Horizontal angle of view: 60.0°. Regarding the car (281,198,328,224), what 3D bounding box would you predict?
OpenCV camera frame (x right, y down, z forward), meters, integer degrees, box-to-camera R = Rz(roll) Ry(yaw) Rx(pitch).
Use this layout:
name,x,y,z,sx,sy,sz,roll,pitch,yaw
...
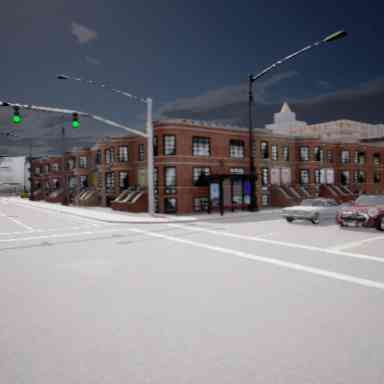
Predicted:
name,x,y,z,sx,sy,sz,roll,pitch,yaw
car,7.349,1.068,19.639,4.718,1.301,1.895,-2,1,-40

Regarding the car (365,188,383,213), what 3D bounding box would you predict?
name,x,y,z,sx,sy,sz,roll,pitch,yaw
car,15.466,0.565,25.354,4.553,1.767,2.097,-2,1,-35

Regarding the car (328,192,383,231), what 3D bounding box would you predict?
name,x,y,z,sx,sy,sz,roll,pitch,yaw
car,9.195,0.848,16.637,4.553,1.767,2.097,-2,1,-35
